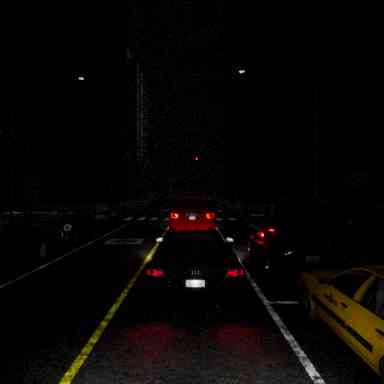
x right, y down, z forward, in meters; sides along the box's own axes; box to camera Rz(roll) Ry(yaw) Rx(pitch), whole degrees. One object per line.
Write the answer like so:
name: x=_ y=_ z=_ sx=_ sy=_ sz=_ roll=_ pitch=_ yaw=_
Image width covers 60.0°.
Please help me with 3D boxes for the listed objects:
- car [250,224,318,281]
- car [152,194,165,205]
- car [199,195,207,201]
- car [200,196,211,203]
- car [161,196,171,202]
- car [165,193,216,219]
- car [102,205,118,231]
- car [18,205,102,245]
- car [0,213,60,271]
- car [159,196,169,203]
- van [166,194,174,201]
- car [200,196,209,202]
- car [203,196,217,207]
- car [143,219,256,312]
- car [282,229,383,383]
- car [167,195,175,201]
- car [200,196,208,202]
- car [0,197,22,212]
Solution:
car: x=2.769 y=1.566 z=9.677 sx=1.947 sy=1.339 sz=4.313 roll=0 pitch=0 yaw=0
car: x=-5.719 y=1.329 z=58.003 sx=2.192 sy=1.841 sz=5.009 roll=0 pitch=0 yaw=0
car: x=2.828 y=1.556 z=85.354 sx=1.752 sy=1.417 sz=4.829 roll=0 pitch=0 yaw=0
car: x=2.815 y=1.571 z=68.871 sx=2.008 sy=1.369 sz=4.403 roll=0 pitch=0 yaw=0
car: x=-5.706 y=1.549 z=74.146 sx=1.752 sy=1.417 sz=4.829 roll=0 pitch=0 yaw=0
car: x=0.017 y=1.223 z=17.227 sx=2.150 sy=2.045 sz=5.566 roll=0 pitch=0 yaw=0
car: x=-5.748 y=1.527 z=20.425 sx=1.752 sy=1.417 sz=4.829 roll=0 pitch=0 yaw=0
car: x=-5.752 y=1.441 z=15.139 sx=1.967 sy=1.590 sz=4.097 roll=0 pitch=0 yaw=0
car: x=-5.756 y=1.545 z=9.681 sx=1.887 sy=1.381 sz=4.507 roll=0 pitch=0 yaw=0
car: x=-5.710 y=1.602 z=68.878 sx=1.802 sy=1.307 sz=4.206 roll=0 pitch=0 yaw=0
van: x=-5.698 y=1.372 z=85.191 sx=1.690 sy=1.788 sz=3.998 roll=0 pitch=0 yaw=0
car: x=2.819 y=1.568 z=74.309 sx=1.887 sy=1.381 sz=4.507 roll=0 pitch=0 yaw=0
car: x=2.802 y=1.452 z=52.559 sx=1.967 sy=1.590 sz=4.097 roll=0 pitch=0 yaw=0
car: x=0.065 y=1.564 z=7.807 sx=1.994 sy=1.385 sz=4.181 roll=0 pitch=0 yaw=0
car: x=2.765 y=1.525 z=4.390 sx=1.752 sy=1.417 sz=4.829 roll=0 pitch=0 yaw=0
car: x=-5.693 y=1.585 z=90.629 sx=2.008 sy=1.369 sz=4.403 roll=0 pitch=0 yaw=0
car: x=2.823 y=1.572 z=79.747 sx=1.887 sy=1.381 sz=4.507 roll=0 pitch=0 yaw=0
car: x=-19.040 y=1.135 z=32.062 sx=5.008 sy=1.535 sz=1.882 roll=1 pitch=0 yaw=1
